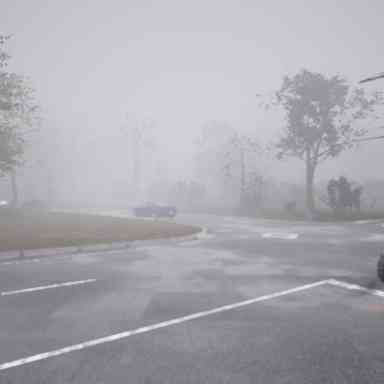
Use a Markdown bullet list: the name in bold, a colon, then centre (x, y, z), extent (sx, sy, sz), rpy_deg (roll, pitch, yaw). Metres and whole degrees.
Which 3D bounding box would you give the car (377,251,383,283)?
- **car**: centre (6.479, 1.590, 8.317), extent (4.181, 1.385, 1.994), rpy_deg (0, 0, -35)

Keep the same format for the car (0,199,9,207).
- **car**: centre (-33.464, 1.882, 57.223), extent (4.674, 1.442, 1.812), rpy_deg (-1, 0, 30)

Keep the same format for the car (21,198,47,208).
- **car**: centre (-24.630, 1.749, 51.752), extent (4.902, 1.511, 2.128), rpy_deg (-1, -1, 35)

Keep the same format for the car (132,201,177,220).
- **car**: centre (-3.333, 1.520, 28.736), extent (1.882, 1.535, 5.008), rpy_deg (0, 0, -41)
